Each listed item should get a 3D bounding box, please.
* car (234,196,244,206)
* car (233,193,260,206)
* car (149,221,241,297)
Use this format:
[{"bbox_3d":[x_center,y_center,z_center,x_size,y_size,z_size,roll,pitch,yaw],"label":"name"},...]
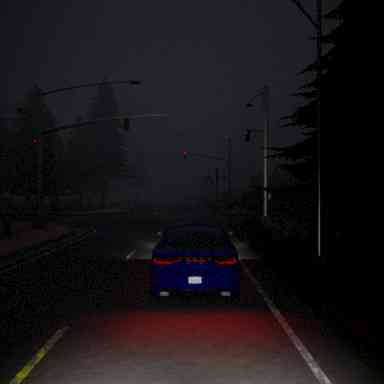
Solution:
[{"bbox_3d":[8.956,1.144,49.578,4.605,1.855,1.932,0,0,0],"label":"car"},{"bbox_3d":[8.546,1.146,52.089,3.866,1.878,1.905,0,0,0],"label":"car"},{"bbox_3d":[0.079,1.478,8.626,1.882,1.535,5.008,0,0,1],"label":"car"}]
